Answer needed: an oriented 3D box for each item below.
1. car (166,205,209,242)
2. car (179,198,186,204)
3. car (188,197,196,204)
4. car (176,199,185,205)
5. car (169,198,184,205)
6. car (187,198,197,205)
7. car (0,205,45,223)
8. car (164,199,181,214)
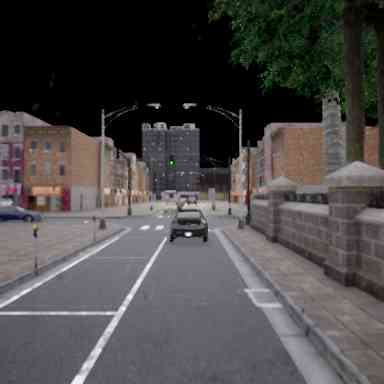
[{"bbox_3d":[-0.160,1.671,17.523,1.837,1.490,4.892,0,0,0],"label":"car"},{"bbox_3d":[-2.580,2.439,91.124,2.008,1.369,4.403,0,-1,0],"label":"car"},{"bbox_3d":[0.054,2.135,83.030,1.882,1.535,5.008,0,-1,0],"label":"car"},{"bbox_3d":[-2.591,2.276,74.768,2.008,1.369,4.403,0,-1,0],"label":"car"},{"bbox_3d":[-2.609,1.770,47.511,2.192,1.841,5.009,0,-1,0],"label":"car"},{"bbox_3d":[0.048,2.056,72.995,2.097,1.767,4.553,0,-1,0],"label":"car"},{"bbox_3d":[-14.584,1.804,27.371,4.674,1.442,1.812,0,0,0],"label":"car"},{"bbox_3d":[-2.612,1.926,41.887,1.752,1.417,4.829,0,-1,0],"label":"car"}]
